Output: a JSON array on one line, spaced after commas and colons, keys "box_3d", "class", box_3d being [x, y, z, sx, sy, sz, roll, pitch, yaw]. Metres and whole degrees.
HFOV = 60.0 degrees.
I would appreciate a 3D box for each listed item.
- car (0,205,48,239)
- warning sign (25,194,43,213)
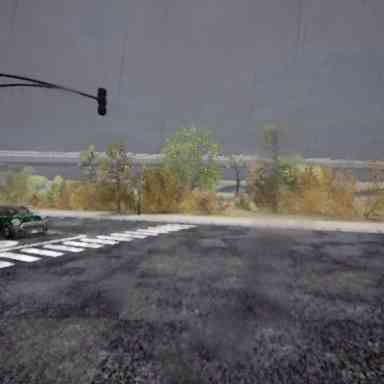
[{"box_3d": [-10.315, 1.554, 19.045, 4.553, 1.767, 2.097, 0, 1, 33], "class": "car"}, {"box_3d": [-16.191, 1.173, 34.164, 1.060, 1.860, 1.300, 2, 1, 33], "class": "warning sign"}]
